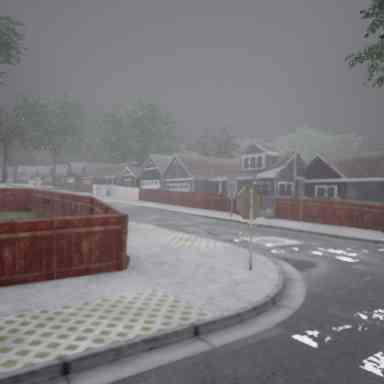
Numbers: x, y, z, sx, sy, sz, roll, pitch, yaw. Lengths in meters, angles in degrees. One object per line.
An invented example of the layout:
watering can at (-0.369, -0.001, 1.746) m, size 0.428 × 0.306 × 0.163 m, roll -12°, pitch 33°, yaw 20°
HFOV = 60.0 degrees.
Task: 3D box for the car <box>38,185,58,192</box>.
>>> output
car at (-19.958, -0.204, 45.954) m, size 1.882 × 1.535 × 5.008 m, roll 2°, pitch 2°, yaw -35°
